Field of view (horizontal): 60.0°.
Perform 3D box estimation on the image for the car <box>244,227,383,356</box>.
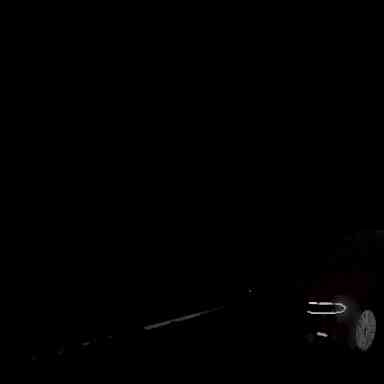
[{"bbox_3d":[3.167,1.479,6.250,5.008,1.535,1.882,0,0,-36],"label":"car"}]
